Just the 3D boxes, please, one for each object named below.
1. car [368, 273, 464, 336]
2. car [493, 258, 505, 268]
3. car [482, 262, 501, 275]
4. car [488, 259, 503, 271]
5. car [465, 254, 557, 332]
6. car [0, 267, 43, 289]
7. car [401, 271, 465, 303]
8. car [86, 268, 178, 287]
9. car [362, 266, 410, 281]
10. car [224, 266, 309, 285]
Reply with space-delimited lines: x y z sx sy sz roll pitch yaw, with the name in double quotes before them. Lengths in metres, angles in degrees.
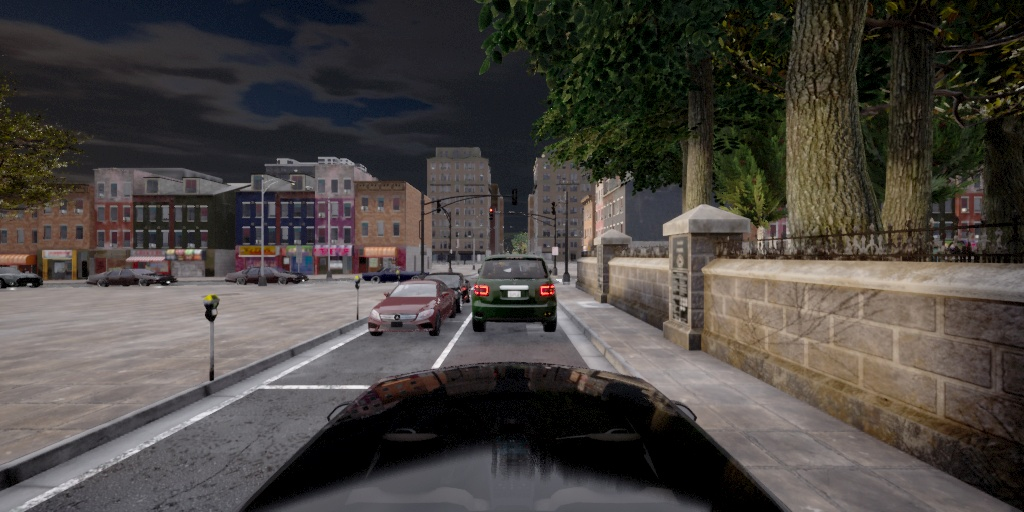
"car" -2.632 1.331 10.295 1.802 1.307 4.207 0 0 0
"car" -2.240 1.213 61.599 1.882 1.535 5.008 0 0 0
"car" -2.252 1.342 40.744 1.895 1.301 4.718 0 0 0
"car" -2.258 1.216 51.157 1.882 1.535 5.008 0 0 0
"car" 0.082 0.971 10.973 2.150 2.045 5.566 0 0 1
"car" -38.333 1.597 26.821 4.553 1.767 2.097 -1 0 0
"car" -2.629 1.315 13.958 1.948 1.339 4.313 0 0 0
"car" -28.374 1.623 26.828 5.357 1.411 2.033 -1 0 0
"car" -8.539 1.425 26.881 4.718 1.301 1.895 -1 0 0
"car" -18.300 1.482 26.855 5.357 1.411 2.033 -1 0 0
